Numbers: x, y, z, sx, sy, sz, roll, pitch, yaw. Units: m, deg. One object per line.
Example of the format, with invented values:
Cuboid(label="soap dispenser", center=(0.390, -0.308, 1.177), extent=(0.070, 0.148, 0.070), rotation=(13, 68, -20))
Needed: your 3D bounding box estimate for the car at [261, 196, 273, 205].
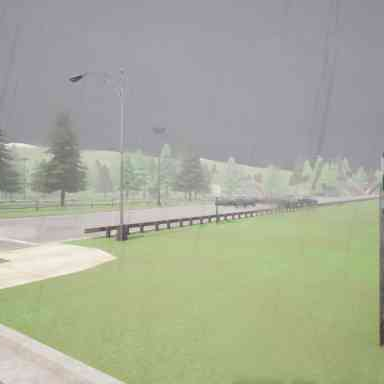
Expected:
Cuboid(label="car", center=(13.896, 1.491, 58.935), extent=(2.128, 1.511, 4.902), rotation=(0, 0, 35))

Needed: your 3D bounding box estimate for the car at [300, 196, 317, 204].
Cuboid(label="car", center=(23.076, 1.526, 65.773), extent=(1.812, 1.442, 4.674), rotation=(0, 0, 35))

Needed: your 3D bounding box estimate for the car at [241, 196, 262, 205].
Cuboid(label="car", center=(11.028, 1.478, 60.941), extent=(1.882, 1.535, 5.008), rotation=(0, 0, 35))

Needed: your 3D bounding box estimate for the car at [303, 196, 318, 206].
Cuboid(label="car", center=(19.157, 1.505, 54.243), extent=(1.837, 1.490, 4.892), rotation=(0, 0, 35))

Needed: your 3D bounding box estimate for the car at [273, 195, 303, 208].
Cuboid(label="car", center=(13.294, 1.505, 45.782), extent=(1.837, 1.490, 4.892), rotation=(0, 0, 35))

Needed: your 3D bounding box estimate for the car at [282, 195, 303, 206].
Cuboid(label="car", center=(17.577, 1.356, 57.917), extent=(2.097, 1.767, 4.553), rotation=(0, 0, 35))

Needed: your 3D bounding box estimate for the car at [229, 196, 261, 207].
Cuboid(label="car", center=(8.063, 1.491, 50.505), extent=(2.128, 1.511, 4.902), rotation=(0, 0, 35))

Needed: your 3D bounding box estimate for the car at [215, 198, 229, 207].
Cuboid(label="car", center=(5.366, 1.564, 52.742), extent=(1.994, 1.385, 4.181), rotation=(0, 0, 35))
